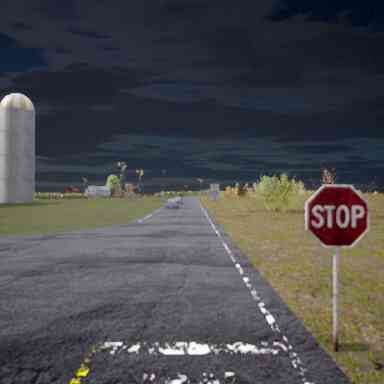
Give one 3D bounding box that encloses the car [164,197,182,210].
[{"bbox_3d":[-2.672,1.564,44.358,1.812,1.442,4.674,0,0,0],"label":"car"}]
